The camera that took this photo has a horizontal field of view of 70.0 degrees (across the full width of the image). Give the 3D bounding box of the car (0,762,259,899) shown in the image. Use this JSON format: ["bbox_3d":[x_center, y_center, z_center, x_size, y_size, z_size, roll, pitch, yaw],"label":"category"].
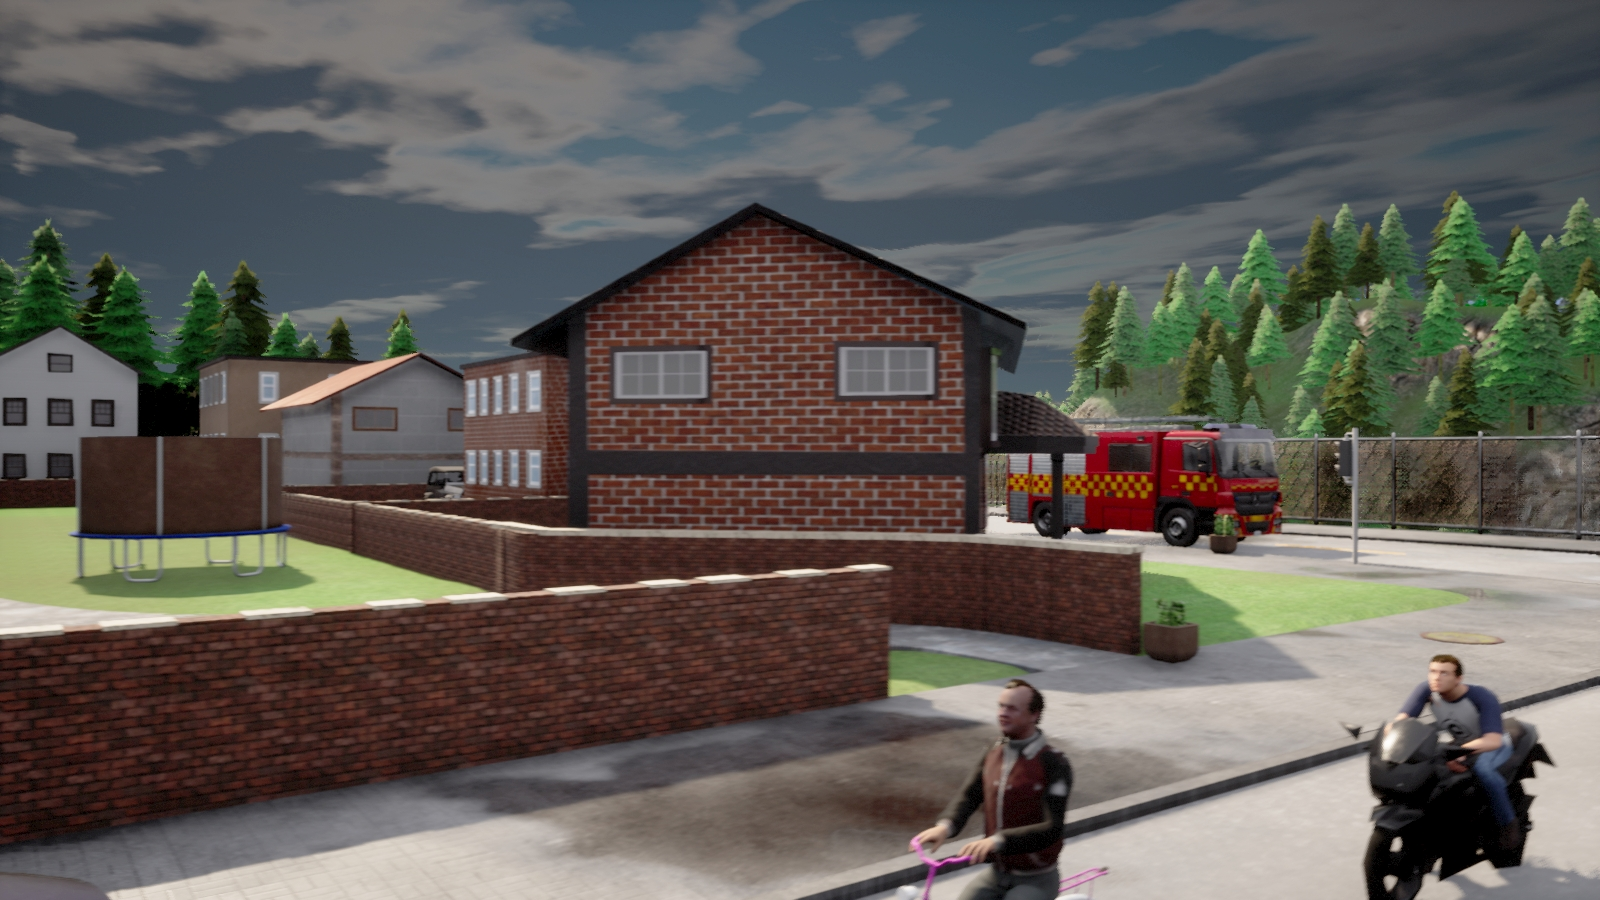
[{"bbox_3d":[-3.500,1.968,1.905,4.611,1.667,2.242,0,0,-35],"label":"car"}]

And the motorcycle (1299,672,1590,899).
[{"bbox_3d":[4.122,2.186,7.251,2.033,1.199,0.803,0,0,-35],"label":"motorcycle"}]

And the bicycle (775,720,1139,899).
[{"bbox_3d":[0.742,2.060,4.944,1.835,1.471,0.329,0,0,-35],"label":"bicycle"}]

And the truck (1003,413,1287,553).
[{"bbox_3d":[10.408,0.891,35.538,2.891,3.827,8.468,0,0,-35],"label":"truck"}]
